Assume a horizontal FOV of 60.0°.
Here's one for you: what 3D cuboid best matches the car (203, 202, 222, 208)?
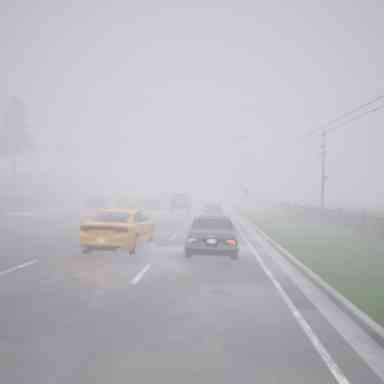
[{"bbox_3d":[2.105,1.640,34.011,1.895,1.301,4.718,2,0,4],"label":"car"}]

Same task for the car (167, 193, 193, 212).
[{"bbox_3d":[-1.140,1.164,37.919,2.150,2.045,5.566,2,0,4],"label":"car"}]

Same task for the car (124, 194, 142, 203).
[{"bbox_3d":[-10.336,1.140,58.791,1.882,1.535,5.008,2,0,4],"label":"car"}]

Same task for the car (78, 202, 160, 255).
[{"bbox_3d":[-2.732,1.390,13.027,1.882,1.535,5.008,2,0,4],"label":"car"}]

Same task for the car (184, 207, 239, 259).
[{"bbox_3d":[0.750,1.561,12.697,2.033,1.411,5.357,2,0,4],"label":"car"}]

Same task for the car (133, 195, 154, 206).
[{"bbox_3d":[-7.417,1.300,51.179,2.033,1.411,5.357,2,0,4],"label":"car"}]

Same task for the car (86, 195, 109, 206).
[{"bbox_3d":[-11.469,1.146,41.012,1.837,1.490,4.892,2,0,4],"label":"car"}]

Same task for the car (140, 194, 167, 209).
[{"bbox_3d":[-4.596,1.346,40.417,1.837,1.490,4.892,2,0,4],"label":"car"}]

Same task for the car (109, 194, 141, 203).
[{"bbox_3d":[-8.086,1.217,40.639,1.882,1.535,5.008,2,0,4],"label":"car"}]

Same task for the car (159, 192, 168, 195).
[{"bbox_3d":[-3.916,1.077,50.949,2.150,2.045,5.566,2,0,4],"label":"car"}]
